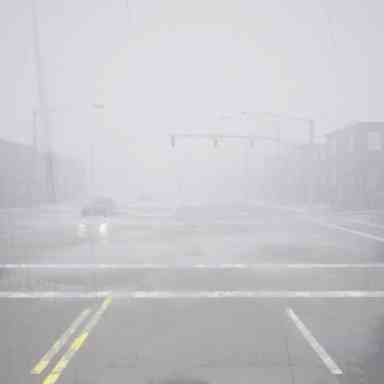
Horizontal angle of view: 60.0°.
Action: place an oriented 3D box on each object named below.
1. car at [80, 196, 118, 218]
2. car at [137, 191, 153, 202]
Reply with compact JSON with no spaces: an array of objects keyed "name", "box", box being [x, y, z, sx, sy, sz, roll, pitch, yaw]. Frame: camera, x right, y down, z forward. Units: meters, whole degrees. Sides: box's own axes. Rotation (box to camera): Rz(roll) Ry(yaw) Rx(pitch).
[{"name":"car","box":[-7.032,1.116,25.548,1.837,1.490,4.892,0,1,0]},{"name":"car","box":[-7.065,0.647,50.553,1.882,1.535,5.008,0,1,0]}]
